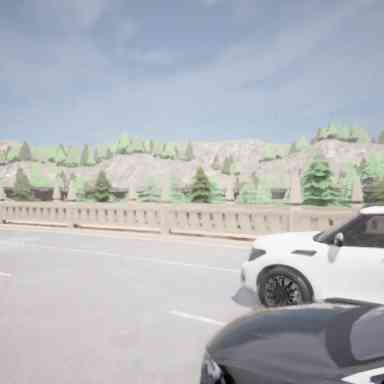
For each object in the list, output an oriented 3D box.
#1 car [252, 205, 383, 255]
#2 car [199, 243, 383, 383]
[{"bbox_3d":[3.593,1.193,5.581,5.566,2.045,2.150,0,0,35],"label":"car"},{"bbox_3d":[2.285,1.475,2.185,4.902,1.511,2.128,0,0,36],"label":"car"}]
